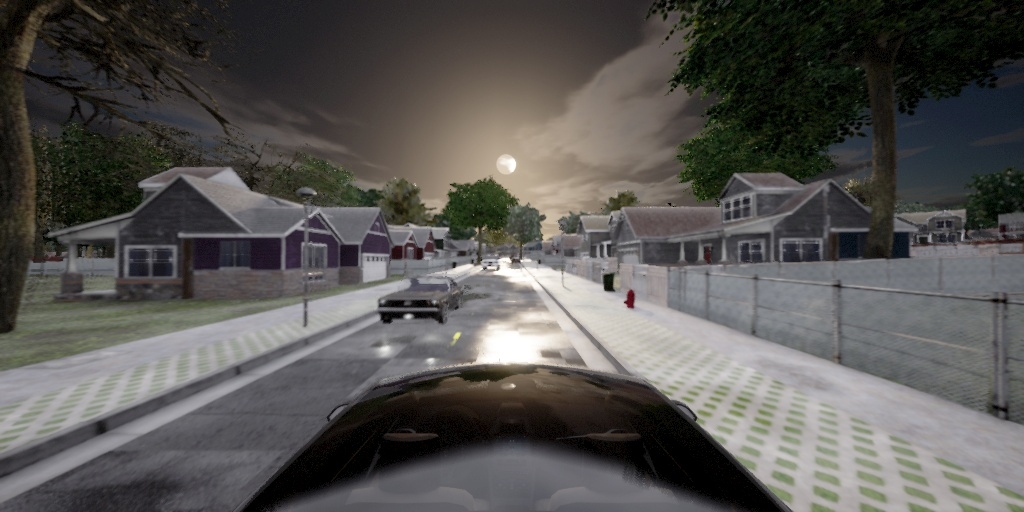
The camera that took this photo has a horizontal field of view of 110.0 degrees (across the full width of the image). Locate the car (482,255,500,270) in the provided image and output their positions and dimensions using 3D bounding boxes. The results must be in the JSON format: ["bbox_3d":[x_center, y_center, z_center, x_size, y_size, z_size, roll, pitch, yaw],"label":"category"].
[{"bbox_3d":[-2.793,0.822,49.064,2.150,2.045,5.566,0,0,0],"label":"car"}]

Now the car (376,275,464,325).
[{"bbox_3d":[-2.828,1.348,11.984,1.895,1.301,4.718,0,0,0],"label":"car"}]
